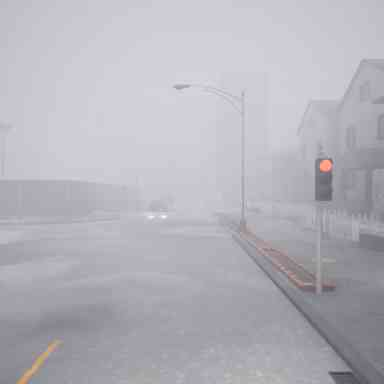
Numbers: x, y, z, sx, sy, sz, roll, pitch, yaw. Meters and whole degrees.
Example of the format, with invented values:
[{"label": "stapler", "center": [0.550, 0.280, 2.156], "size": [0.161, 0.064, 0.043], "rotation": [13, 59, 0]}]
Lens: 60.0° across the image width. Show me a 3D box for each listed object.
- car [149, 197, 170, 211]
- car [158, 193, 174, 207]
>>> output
[{"label": "car", "center": [-4.097, 1.601, 40.991], "size": [1.895, 1.301, 4.718], "rotation": [0, 0, 0]}, {"label": "car", "center": [-4.064, 1.223, 53.150], "size": [2.150, 2.045, 5.566], "rotation": [0, 0, 1]}]
